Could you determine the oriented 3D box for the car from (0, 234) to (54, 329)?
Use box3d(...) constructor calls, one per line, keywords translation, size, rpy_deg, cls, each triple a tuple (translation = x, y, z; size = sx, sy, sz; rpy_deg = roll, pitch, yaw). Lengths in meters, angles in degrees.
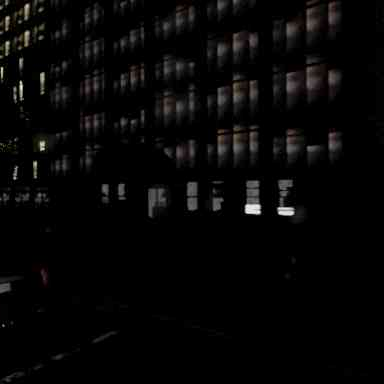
box3d(translation=(-4.351, 1.430, 5.980), size=(4.097, 1.590, 1.967), rpy_deg=(0, 0, 35), cls="car")
